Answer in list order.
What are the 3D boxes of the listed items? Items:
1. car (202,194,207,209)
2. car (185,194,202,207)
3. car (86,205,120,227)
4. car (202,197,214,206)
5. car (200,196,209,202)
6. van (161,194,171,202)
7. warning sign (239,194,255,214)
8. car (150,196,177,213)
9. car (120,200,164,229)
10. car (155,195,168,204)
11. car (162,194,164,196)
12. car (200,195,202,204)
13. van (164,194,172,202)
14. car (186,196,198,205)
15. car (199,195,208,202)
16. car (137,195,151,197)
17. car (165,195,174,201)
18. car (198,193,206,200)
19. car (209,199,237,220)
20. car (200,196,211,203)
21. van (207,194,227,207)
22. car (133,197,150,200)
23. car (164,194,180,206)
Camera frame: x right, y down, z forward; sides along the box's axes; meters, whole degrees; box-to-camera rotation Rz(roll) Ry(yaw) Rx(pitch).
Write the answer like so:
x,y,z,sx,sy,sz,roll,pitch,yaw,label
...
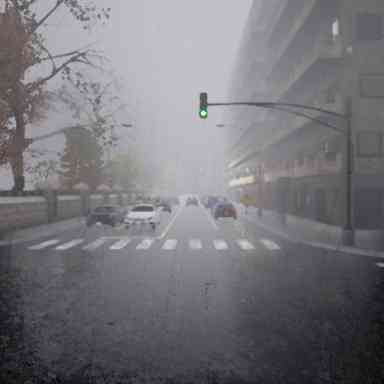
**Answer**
x,y,z,sx,sy,sz,roll,pitch,yaw,label
2.692,1.410,44.898,1.967,1.590,4.097,0,0,0,car
-0.001,1.462,51.093,2.128,1.511,4.902,0,0,0,car
-5.688,1.545,22.377,1.947,1.339,4.313,0,0,0,car
2.692,1.516,56.158,1.887,1.381,4.507,0,0,0,car
2.691,1.524,73.048,1.887,1.381,4.507,0,0,0,car
-5.688,1.320,73.049,1.690,1.788,3.998,0,0,0,van
5.065,1.089,30.650,1.300,1.860,1.060,0,0,0,warning sign
-3.096,1.463,35.741,2.128,1.511,4.902,0,0,0,car
-3.100,1.505,21.639,1.812,1.442,4.674,0,0,0,car
-5.688,1.413,61.788,1.967,1.590,4.097,0,0,0,car
-5.688,1.412,56.159,1.967,1.590,4.097,0,0,0,car
2.692,1.521,50.528,2.008,1.369,4.403,0,0,0,car
-5.688,1.325,78.678,1.690,1.788,3.998,0,0,0,van
0.001,1.521,61.511,2.033,1.411,5.357,0,0,0,car
2.692,1.424,78.678,1.967,1.590,4.097,0,0,0,car
-5.688,1.286,39.268,2.192,1.841,5.009,0,0,0,car
-5.689,1.541,84.308,2.008,1.369,4.403,0,0,0,car
2.692,1.313,89.938,2.192,1.841,5.009,0,0,0,car
2.692,1.520,28.007,1.887,1.381,4.507,0,0,0,car
2.692,1.526,67.419,2.008,1.369,4.403,0,0,0,car
2.693,1.313,33.637,1.690,1.788,3.998,0,0,0,van
-5.688,1.498,33.468,1.752,1.417,4.829,0,0,0,car
-3.015,1.464,55.307,2.128,1.511,4.902,0,0,0,car
